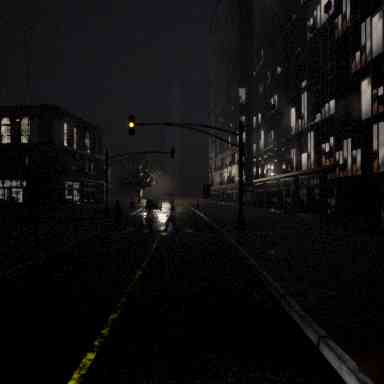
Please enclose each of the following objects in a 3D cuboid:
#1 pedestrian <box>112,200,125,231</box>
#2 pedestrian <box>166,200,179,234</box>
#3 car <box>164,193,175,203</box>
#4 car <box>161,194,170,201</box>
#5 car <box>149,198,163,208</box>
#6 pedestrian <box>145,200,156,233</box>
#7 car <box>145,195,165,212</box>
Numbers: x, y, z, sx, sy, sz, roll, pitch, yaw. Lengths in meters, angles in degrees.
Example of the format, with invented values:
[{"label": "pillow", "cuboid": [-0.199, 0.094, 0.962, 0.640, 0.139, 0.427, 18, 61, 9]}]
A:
[{"label": "pedestrian", "cuboid": [-4.184, 1.293, 18.924, 0.375, 1.860, 0.375, 1, -1, -2]}, {"label": "pedestrian", "cuboid": [-1.029, 1.296, 17.685, 0.375, 1.860, 0.375, 1, -1, -2]}, {"label": "car", "cuboid": [-4.824, 1.208, 69.158, 2.150, 2.045, 5.566, 0, 0, -8]}, {"label": "car", "cuboid": [-6.366, 1.335, 79.426, 1.812, 1.442, 4.674, 0, 0, -10]}, {"label": "car", "cuboid": [-5.348, 1.590, 49.392, 1.895, 1.301, 4.718, 0, 0, -6]}, {"label": "pedestrian", "cuboid": [-2.311, 1.295, 18.535, 0.375, 1.860, 0.375, 1, -1, -2]}, {"label": "car", "cuboid": [-4.451, 1.471, 39.338, 1.882, 1.535, 5.008, 0, 0, -5]}]
